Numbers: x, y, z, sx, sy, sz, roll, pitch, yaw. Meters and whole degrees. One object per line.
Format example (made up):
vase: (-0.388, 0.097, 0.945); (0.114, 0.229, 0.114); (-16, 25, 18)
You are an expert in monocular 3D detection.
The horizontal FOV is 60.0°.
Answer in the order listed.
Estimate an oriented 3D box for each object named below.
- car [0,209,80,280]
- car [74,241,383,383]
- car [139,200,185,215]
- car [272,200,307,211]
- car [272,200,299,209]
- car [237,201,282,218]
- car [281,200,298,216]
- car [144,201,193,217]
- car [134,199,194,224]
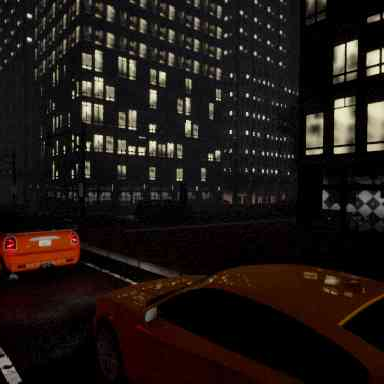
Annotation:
car: (-5.193, 1.347, 10.285); (2.097, 1.767, 4.553); (0, 0, -40)
car: (0.749, 1.476, 3.245); (1.882, 1.535, 5.008); (0, 0, -40)
car: (-3.272, 1.647, 36.619); (4.829, 1.417, 1.752); (1, 0, -39)
car: (13.878, 1.881, 47.222); (5.357, 1.411, 2.033); (1, 0, -39)
car: (14.336, 1.881, 50.979); (4.313, 1.339, 1.947); (1, 0, -39)
car: (6.660, 1.832, 33.906); (4.829, 1.417, 1.752); (1, 0, -39)
car: (10.899, 1.935, 37.363); (4.206, 1.307, 1.802); (1, 0, -39)
car: (-2.339, 1.662, 34.028); (4.892, 1.490, 1.837); (1, 0, -39)
car: (-2.211, 1.523, 26.669); (5.009, 1.841, 2.192); (1, 0, -39)
